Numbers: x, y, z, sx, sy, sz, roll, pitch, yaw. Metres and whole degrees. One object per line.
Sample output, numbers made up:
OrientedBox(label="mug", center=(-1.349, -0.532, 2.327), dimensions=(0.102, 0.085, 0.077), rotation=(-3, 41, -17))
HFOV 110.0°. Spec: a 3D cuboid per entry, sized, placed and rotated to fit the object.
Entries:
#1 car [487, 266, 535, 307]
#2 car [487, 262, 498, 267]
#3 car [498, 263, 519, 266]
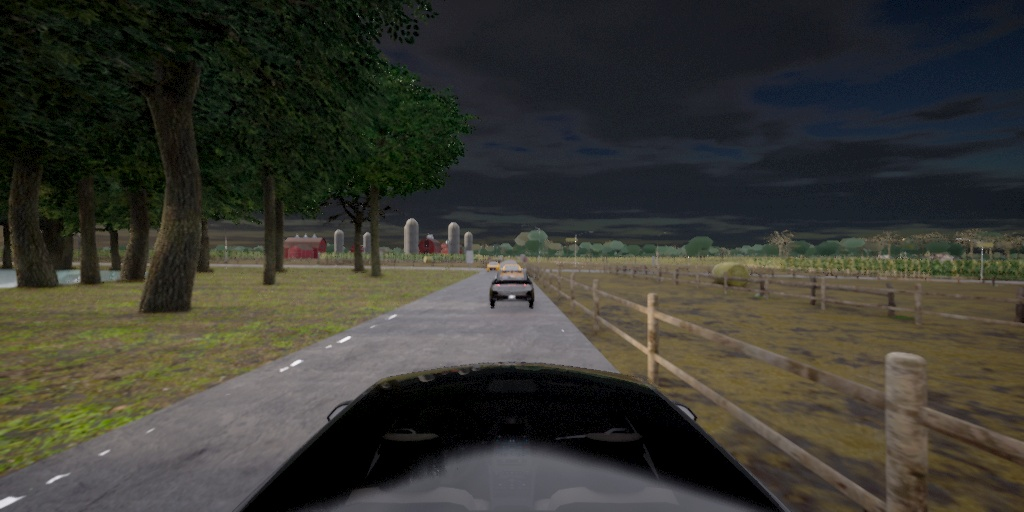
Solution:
OrientedBox(label="car", center=(0.003, 1.376, 16.162), dimensions=(2.128, 1.511, 4.902), rotation=(0, 0, 0))
OrientedBox(label="car", center=(-2.763, 1.658, 54.112), dimensions=(1.882, 1.535, 5.008), rotation=(0, -1, 0))
OrientedBox(label="car", center=(0.003, 1.489, 31.315), dimensions=(1.882, 1.535, 5.008), rotation=(0, 0, 0))
